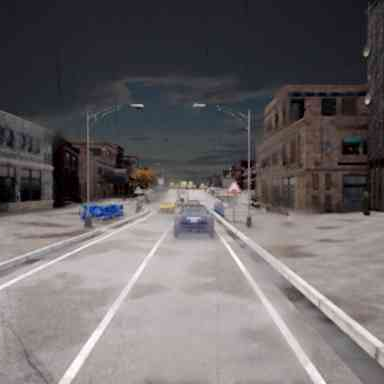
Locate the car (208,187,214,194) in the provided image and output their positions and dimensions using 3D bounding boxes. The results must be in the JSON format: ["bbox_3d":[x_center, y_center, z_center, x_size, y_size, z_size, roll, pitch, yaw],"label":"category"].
[{"bbox_3d":[8.176,0.223,94.146,5.566,2.045,2.435,0,2,-1],"label":"car"}]

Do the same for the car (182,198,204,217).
[{"bbox_3d":[0.120,1.599,34.783,2.097,1.767,4.553,0,0,0],"label":"car"}]

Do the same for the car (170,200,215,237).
[{"bbox_3d":[0.105,1.465,18.675,2.097,1.767,4.553,0,0,0],"label":"car"}]

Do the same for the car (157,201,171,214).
[{"bbox_3d":[-2.987,1.767,39.570,1.882,1.535,5.008,0,0,0],"label":"car"}]

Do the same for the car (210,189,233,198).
[{"bbox_3d":[8.054,0.762,85.889,5.366,1.575,1.946,0,2,-1],"label":"car"}]

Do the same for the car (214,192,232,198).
[{"bbox_3d":[8.212,0.704,88.648,4.674,1.452,2.002,0,2,-1],"label":"car"}]

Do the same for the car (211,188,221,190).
[{"bbox_3d":[8.146,0.442,91.396,4.553,1.767,2.185,0,2,-1],"label":"car"}]
